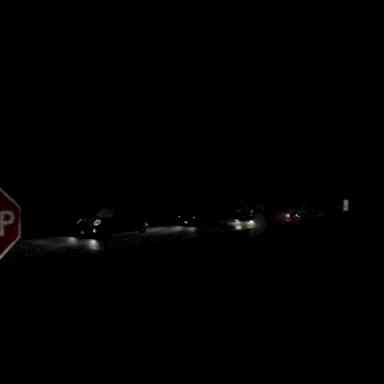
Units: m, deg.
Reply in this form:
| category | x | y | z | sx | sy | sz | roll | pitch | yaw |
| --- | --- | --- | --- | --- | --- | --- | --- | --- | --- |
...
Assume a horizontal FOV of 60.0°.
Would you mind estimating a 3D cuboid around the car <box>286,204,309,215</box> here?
| category | x | y | z | sx | sy | sz | roll | pitch | yaw |
| --- | --- | --- | --- | --- | --- | --- | --- | --- | --- |
| car | 15.576 | 2.509 | 48.781 | 1.837 | 1.490 | 4.892 | 0 | -1 | 36 |

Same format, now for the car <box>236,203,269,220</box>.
| category | x | y | z | sx | sy | sz | roll | pitch | yaw |
| --- | --- | --- | --- | --- | --- | --- | --- | --- | --- |
| car | 6.645 | 2.054 | 36.459 | 2.097 | 1.767 | 4.553 | 0 | -1 | 36 |

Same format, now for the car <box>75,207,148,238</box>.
| category | x | y | z | sx | sy | sz | roll | pitch | yaw |
| --- | --- | --- | --- | --- | --- | --- | --- | --- | --- |
| car | -4.818 | 1.719 | 20.364 | 2.097 | 1.767 | 4.553 | 0 | -1 | 35 |

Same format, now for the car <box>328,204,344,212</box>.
| category | x | y | z | sx | sy | sz | roll | pitch | yaw |
| --- | --- | --- | --- | --- | --- | --- | --- | --- | --- |
| car | 24.585 | 2.679 | 56.477 | 2.033 | 1.411 | 5.357 | 0 | -1 | 36 |

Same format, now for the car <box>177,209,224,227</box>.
| category | x | y | z | sx | sy | sz | roll | pitch | yaw |
| --- | --- | --- | --- | --- | --- | --- | --- | --- | --- |
| car | 0.810 | 2.134 | 28.314 | 1.895 | 1.301 | 4.718 | 0 | -1 | 36 |

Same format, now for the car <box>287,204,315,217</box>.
| category | x | y | z | sx | sy | sz | roll | pitch | yaw |
| --- | --- | --- | --- | --- | --- | --- | --- | --- | --- |
| car | 13.745 | 2.432 | 41.323 | 1.895 | 1.301 | 4.718 | 0 | -1 | 36 |
